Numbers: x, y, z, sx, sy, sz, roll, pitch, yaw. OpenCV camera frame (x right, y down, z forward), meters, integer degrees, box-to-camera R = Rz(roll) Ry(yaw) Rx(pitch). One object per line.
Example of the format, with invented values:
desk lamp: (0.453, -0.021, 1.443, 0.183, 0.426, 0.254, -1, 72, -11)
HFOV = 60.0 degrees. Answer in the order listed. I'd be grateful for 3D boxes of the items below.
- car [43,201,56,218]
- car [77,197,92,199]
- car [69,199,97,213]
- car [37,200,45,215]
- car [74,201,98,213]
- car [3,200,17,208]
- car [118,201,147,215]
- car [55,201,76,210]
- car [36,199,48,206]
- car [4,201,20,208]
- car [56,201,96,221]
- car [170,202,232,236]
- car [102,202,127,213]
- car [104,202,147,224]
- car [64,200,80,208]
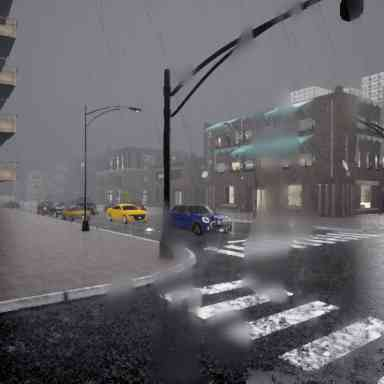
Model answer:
car: (-14.139, 1.968, 35.591, 2.008, 1.369, 4.403, -1, 0, -36)
car: (-18.717, 1.913, 57.190, 2.150, 2.045, 5.566, 0, -1, -36)
car: (-12.291, 1.934, 37.530, 1.837, 1.490, 4.892, 0, 0, -35)
car: (-17.410, 1.926, 40.232, 1.967, 1.590, 4.097, -1, 0, -36)
car: (-14.884, 2.050, 46.555, 1.837, 1.490, 4.892, 0, -1, -35)
car: (-37.218, 2.452, 67.941, 2.008, 1.369, 4.403, -1, 0, -36)
car: (-7.271, 1.879, 40.464, 1.967, 1.590, 4.097, -1, 0, -36)
car: (-20.920, 2.218, 54.929, 2.033, 1.411, 5.357, 0, -1, -36)
car: (-37.079, 2.589, 82.166, 1.752, 1.417, 4.829, -1, 0, -36)
car: (-33.918, 2.376, 63.321, 1.887, 1.381, 4.507, -1, 0, -36)
car: (-10.784, 1.872, 30.802, 1.752, 1.417, 4.829, -1, 0, -36)
car: (0.299, 1.524, 19.885, 2.097, 1.767, 4.553, 0, -1, -36)
car: (-10.585, 2.089, 45.070, 1.802, 1.307, 4.206, -1, 0, -36)
car: (-5.522, 1.768, 28.035, 1.882, 1.535, 5.008, 0, -1, -35)
car: (-22.732, 2.296, 62.883, 1.812, 1.442, 4.674, 0, -1, -36)
